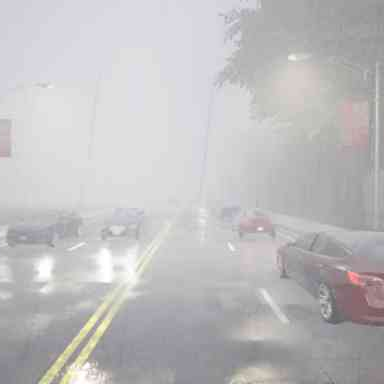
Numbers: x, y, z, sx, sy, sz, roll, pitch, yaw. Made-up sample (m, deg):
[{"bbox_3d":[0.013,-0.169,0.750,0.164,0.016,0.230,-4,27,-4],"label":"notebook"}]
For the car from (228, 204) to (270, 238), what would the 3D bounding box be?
[{"bbox_3d":[3.263,1.597,18.164,1.812,1.442,4.674,0,0,0],"label":"car"}]

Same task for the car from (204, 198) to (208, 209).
[{"bbox_3d":[3.285,1.801,51.203,2.163,1.488,4.792,0,-1,0],"label":"car"}]

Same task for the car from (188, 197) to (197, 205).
[{"bbox_3d":[0.049,2.037,71.110,2.128,1.511,4.902,0,-1,0],"label":"car"}]

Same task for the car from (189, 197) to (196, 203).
[{"bbox_3d":[0.060,2.091,88.018,1.882,1.535,5.008,0,-1,0],"label":"car"}]

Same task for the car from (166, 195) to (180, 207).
[{"bbox_3d":[-3.259,1.581,57.451,2.150,2.045,5.566,0,-1,1],"label":"car"}]

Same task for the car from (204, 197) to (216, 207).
[{"bbox_3d":[3.293,1.845,62.178,2.033,1.649,4.856,0,-1,0],"label":"car"}]

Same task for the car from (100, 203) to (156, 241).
[{"bbox_3d":[-3.336,1.559,17.254,2.128,1.511,4.902,0,0,0],"label":"car"}]

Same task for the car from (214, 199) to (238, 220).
[{"bbox_3d":[3.270,1.612,29.167,1.882,1.535,5.008,0,0,0],"label":"car"}]

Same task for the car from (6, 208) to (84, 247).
[{"bbox_3d":[-6.589,1.536,15.459,1.882,1.535,5.008,0,0,0],"label":"car"}]

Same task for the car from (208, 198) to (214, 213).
[{"bbox_3d":[3.278,1.665,40.359,1.801,1.575,5.366,0,0,0],"label":"car"}]

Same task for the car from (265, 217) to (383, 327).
[{"bbox_3d":[3.255,1.528,7.192,2.163,1.488,4.792,0,0,0],"label":"car"}]

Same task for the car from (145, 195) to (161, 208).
[{"bbox_3d":[-6.516,1.562,55.683,2.150,2.045,5.566,0,-1,1],"label":"car"}]
